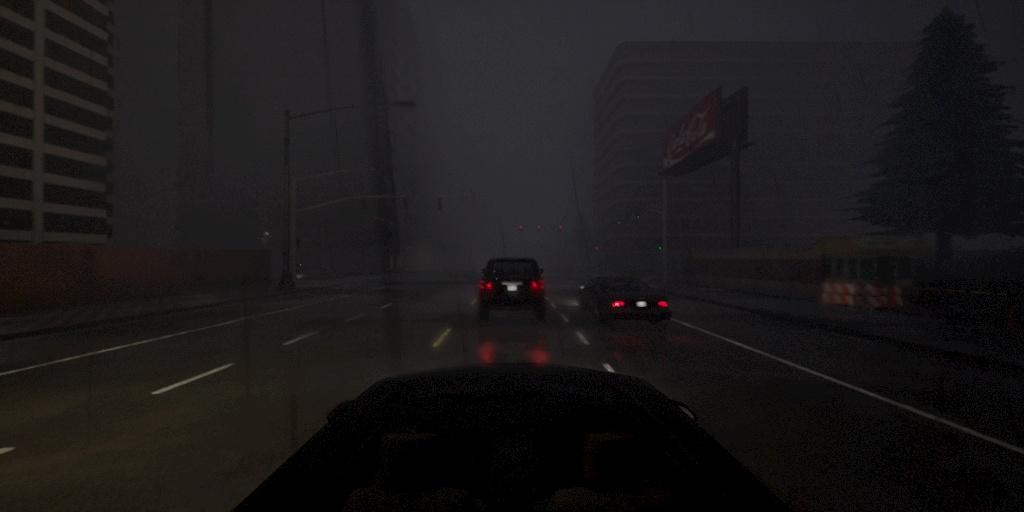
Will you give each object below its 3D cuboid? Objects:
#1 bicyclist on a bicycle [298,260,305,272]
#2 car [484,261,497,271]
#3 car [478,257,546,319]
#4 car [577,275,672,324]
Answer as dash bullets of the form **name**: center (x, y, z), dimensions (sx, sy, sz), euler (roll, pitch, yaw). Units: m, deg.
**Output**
- **bicyclist on a bicycle**: center (-28.005, 1.351, 47.713), dimensions (0.582, 1.620, 1.656), euler (0, 0, 0)
- **car**: center (-3.548, 1.654, 59.730), dimensions (1.812, 1.442, 4.674), euler (0, 0, 1)
- **car**: center (0.029, 1.049, 13.278), dimensions (2.150, 2.045, 5.566), euler (0, 0, 0)
- **car**: center (3.520, 1.366, 12.228), dimensions (2.033, 1.411, 5.357), euler (0, 0, 0)
